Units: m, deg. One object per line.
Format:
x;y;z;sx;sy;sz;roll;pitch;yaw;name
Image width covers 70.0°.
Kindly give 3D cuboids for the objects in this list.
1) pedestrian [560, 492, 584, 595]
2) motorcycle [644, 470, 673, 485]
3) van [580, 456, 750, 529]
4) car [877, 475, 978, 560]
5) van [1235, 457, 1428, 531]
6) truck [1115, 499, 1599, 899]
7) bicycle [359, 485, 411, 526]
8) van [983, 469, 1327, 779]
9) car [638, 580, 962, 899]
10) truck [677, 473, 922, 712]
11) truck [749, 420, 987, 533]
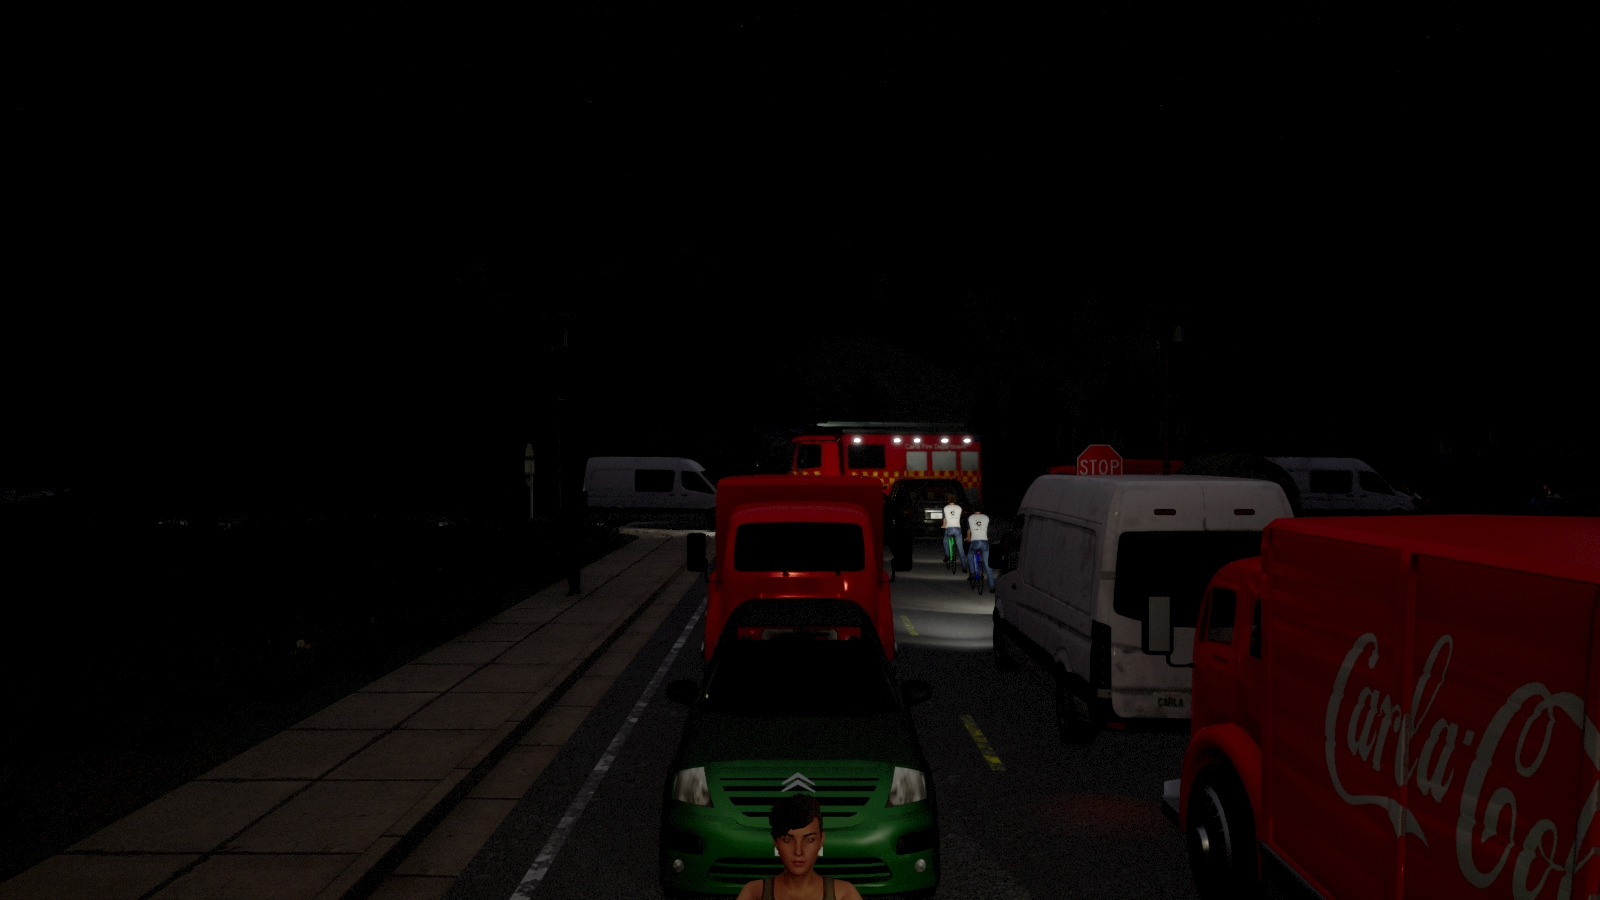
-4.170;1.707;20.920;0.375;1.860;0.375;0;0;0;pedestrian
-11.448;2.224;92.283;2.209;1.251;0.867;0;0;6;motorcycle
-4.863;1.526;41.713;5.915;2.561;1.988;0;0;3;van
3.475;1.799;32.193;2.150;2.045;5.566;0;0;-1;car
18.782;1.524;40.567;5.915;2.561;1.988;0;0;3;van
3.501;1.572;5.334;2.627;2.467;5.204;0;0;0;truck
-15.328;2.050;42.207;1.835;1.471;0.329;-1;0;3;bicycle
3.517;1.543;12.749;1.988;2.561;5.915;0;0;0;van
-0.002;2.006;8.512;1.851;1.617;3.988;0;0;0;car
-0.012;1.578;14.852;2.627;2.467;5.204;0;0;0;truck
2.580;0.892;42.148;8.468;3.827;2.891;0;0;-27;truck
